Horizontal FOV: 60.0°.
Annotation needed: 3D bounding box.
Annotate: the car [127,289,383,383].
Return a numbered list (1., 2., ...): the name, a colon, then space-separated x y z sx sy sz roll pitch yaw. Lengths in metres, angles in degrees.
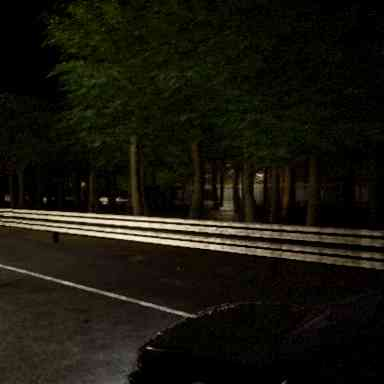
1. car: 1.980 1.547 2.456 5.357 1.411 2.033 0 0 36
